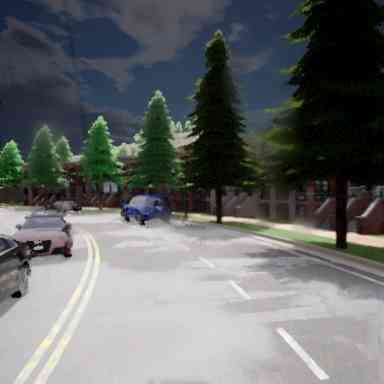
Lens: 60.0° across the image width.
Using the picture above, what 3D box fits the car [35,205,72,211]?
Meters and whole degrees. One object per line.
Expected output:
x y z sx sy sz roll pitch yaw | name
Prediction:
-7.560 1.618 17.176 1.994 1.385 4.181 0 0 -24 | car

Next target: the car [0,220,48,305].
-4.304 1.525 5.720 2.128 1.511 4.902 0 0 -10 | car

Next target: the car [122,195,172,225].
-3.424 1.242 24.541 2.150 2.045 5.566 0 0 -29 | car

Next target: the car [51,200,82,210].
-14.659 1.650 38.006 5.357 1.411 2.033 0 0 41 | car

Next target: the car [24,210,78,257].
-5.523 1.603 12.572 1.994 1.385 4.181 0 0 -18 | car
